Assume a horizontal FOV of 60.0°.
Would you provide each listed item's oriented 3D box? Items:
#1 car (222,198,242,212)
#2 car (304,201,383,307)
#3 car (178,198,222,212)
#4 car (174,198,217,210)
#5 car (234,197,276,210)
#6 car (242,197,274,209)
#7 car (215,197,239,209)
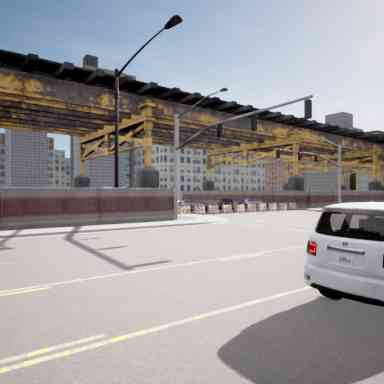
[{"bbox_3d":[4.182,1.453,39.260,2.038,1.542,4.974,0,0,18],"label":"car"},{"bbox_3d":[4.782,1.221,7.168,5.566,2.045,2.150,0,0,-35],"label":"car"},{"bbox_3d":[0.431,1.453,36.585,4.974,1.542,2.038,0,0,8],"label":"car"},{"bbox_3d":[0.379,1.295,36.592,4.536,1.218,1.853,0,0,8],"label":"car"},{"bbox_3d":[8.102,1.453,43.011,4.974,1.542,2.038,0,0,-7],"label":"car"},{"bbox_3d":[8.050,1.295,43.004,4.536,1.218,1.853,0,0,-7],"label":"car"},{"bbox_3d":[4.198,1.295,39.310,1.853,1.218,4.536,0,0,18],"label":"car"}]
